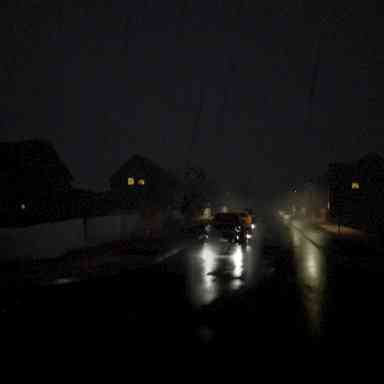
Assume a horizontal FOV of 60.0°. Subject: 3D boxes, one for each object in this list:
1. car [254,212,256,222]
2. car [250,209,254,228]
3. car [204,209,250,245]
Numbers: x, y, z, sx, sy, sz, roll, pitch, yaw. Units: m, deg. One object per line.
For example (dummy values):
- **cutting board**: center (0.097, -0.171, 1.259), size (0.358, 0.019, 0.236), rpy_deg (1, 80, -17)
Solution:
- **car**: center (6.680, 2.775, 40.243), size (1.882, 1.535, 5.008), rpy_deg (-1, -2, 13)
- **car**: center (4.154, 2.412, 28.896), size (1.882, 1.535, 5.008), rpy_deg (0, -2, 12)
- **car**: center (2.042, 1.991, 19.406), size (2.097, 1.767, 4.553), rpy_deg (-1, -2, 13)
